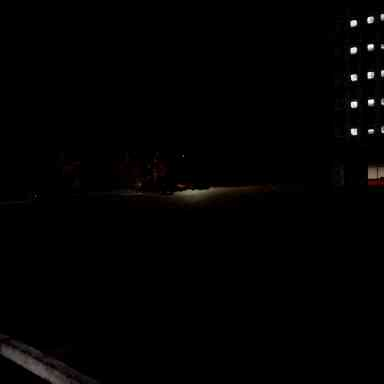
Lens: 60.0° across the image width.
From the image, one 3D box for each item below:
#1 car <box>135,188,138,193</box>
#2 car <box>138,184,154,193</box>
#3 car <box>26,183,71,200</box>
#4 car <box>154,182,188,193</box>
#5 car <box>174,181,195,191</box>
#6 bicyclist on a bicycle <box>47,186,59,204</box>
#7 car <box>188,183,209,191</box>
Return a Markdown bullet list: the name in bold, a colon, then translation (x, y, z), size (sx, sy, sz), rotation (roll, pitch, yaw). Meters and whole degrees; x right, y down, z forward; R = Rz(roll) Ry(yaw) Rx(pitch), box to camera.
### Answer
- **car**: translation (-8.038, -0.633, 58.634), size (1.812, 1.442, 4.674), rotation (0, 2, 31)
- **car**: translation (-6.046, -0.546, 55.434), size (2.033, 1.411, 5.357), rotation (0, 2, 30)
- **car**: translation (-18.036, -0.073, 42.162), size (2.150, 2.045, 5.566), rotation (0, 2, 32)
- **car**: translation (-3.267, -0.557, 53.747), size (2.033, 1.411, 5.357), rotation (0, 2, 30)
- **car**: translation (-1.366, -1.161, 63.759), size (2.097, 1.767, 4.553), rotation (0, 2, 29)
- **bicyclist on a bicycle**: translation (-12.684, 0.280, 30.278), size (1.656, 1.620, 0.582), rotation (-1, 2, 33)
- **car**: translation (1.511, -0.929, 62.244), size (1.895, 1.301, 4.718), rotation (0, 2, 29)
